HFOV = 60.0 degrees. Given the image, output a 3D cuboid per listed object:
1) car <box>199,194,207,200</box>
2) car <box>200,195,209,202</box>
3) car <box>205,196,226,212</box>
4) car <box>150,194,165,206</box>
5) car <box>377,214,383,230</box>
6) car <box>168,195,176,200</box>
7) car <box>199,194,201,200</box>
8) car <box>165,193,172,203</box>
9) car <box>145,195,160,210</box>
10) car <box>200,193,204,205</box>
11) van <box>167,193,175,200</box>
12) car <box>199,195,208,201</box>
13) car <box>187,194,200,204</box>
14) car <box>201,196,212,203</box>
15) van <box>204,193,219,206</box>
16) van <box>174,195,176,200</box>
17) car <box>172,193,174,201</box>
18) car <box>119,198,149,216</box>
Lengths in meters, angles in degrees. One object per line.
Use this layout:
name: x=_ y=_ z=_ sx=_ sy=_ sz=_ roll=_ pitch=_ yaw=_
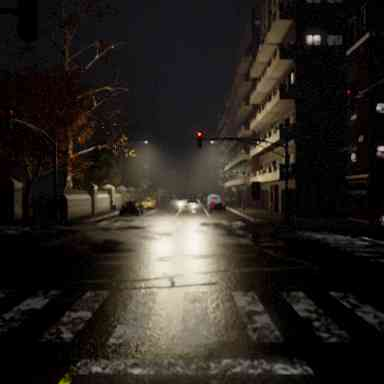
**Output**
car: x=2.854 y=1.349 z=87.807 sx=1.967 sy=1.590 sz=4.097 roll=0 pitch=0 yaw=0
car: x=2.833 y=1.459 z=76.548 sx=2.008 sy=1.369 sz=4.403 roll=0 pitch=0 yaw=0
car: x=2.761 y=1.481 z=37.136 sx=1.887 sy=1.381 sz=4.507 roll=0 pitch=0 yaw=0
car: x=-5.599 y=1.240 z=48.413 sx=2.192 sy=1.841 sz=5.009 roll=0 pitch=0 yaw=0
car: x=13.501 y=1.561 z=19.165 sx=5.009 sy=1.841 sz=2.192 roll=1 pitch=-1 yaw=0
car: x=-5.516 y=1.462 z=93.453 sx=2.008 sy=1.369 sz=4.403 roll=0 pitch=0 yaw=0
car: x=2.802 y=1.467 z=59.658 sx=2.008 sy=1.369 sz=4.403 roll=0 pitch=0 yaw=0
car: x=-5.568 y=1.353 z=65.304 sx=1.967 sy=1.590 sz=4.097 roll=0 pitch=0 yaw=0
car: x=-5.609 y=1.455 z=42.613 sx=1.752 sy=1.417 sz=4.829 roll=0 pitch=0 yaw=0
car: x=2.792 y=1.360 z=54.028 sx=1.967 sy=1.590 sz=4.097 roll=0 pitch=0 yaw=0
van: x=-5.526 y=1.251 z=87.823 sx=1.690 sy=1.788 sz=3.998 roll=0 pitch=0 yaw=0
car: x=2.843 y=1.453 z=82.178 sx=1.887 sy=1.381 sz=4.507 roll=0 pitch=0 yaw=0
car: x=0.111 y=1.463 z=60.227 sx=2.033 sy=1.411 sz=5.357 roll=0 pitch=0 yaw=0
car: x=2.812 y=1.458 z=65.288 sx=1.887 sy=1.381 sz=4.507 roll=0 pitch=0 yaw=0
van: x=2.772 y=1.271 z=42.767 sx=1.690 sy=1.788 sz=3.998 roll=0 pitch=0 yaw=0
van: x=-5.537 y=1.250 z=82.194 sx=1.690 sy=1.788 sz=3.998 roll=0 pitch=0 yaw=0
car: x=-5.557 y=1.351 z=70.933 sx=1.967 sy=1.590 sz=4.097 roll=0 pitch=0 yaw=0
car: x=-5.630 y=1.510 z=31.522 sx=1.947 sy=1.339 sz=4.313 roll=0 pitch=0 yaw=0
